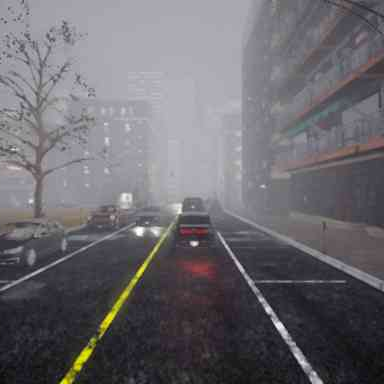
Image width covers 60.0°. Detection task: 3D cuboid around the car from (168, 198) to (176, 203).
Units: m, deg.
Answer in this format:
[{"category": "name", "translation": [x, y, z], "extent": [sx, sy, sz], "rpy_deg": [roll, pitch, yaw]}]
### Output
[{"category": "car", "translation": [-5.711, 2.406, 93.630], "extent": [1.947, 1.339, 4.313], "rpy_deg": [0, -1, 0]}]

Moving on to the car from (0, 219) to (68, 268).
[{"category": "car", "translation": [-5.698, 1.648, 11.487], "extent": [2.008, 1.369, 4.403], "rpy_deg": [0, 0, 0]}]

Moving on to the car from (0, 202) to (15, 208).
[{"category": "car", "translation": [-39.183, 2.706, 69.391], "extent": [4.206, 1.307, 1.802], "rpy_deg": [-1, 1, 0]}]

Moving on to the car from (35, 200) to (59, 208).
[{"category": "car", "translation": [-30.282, 2.435, 69.506], "extent": [4.097, 1.590, 1.967], "rpy_deg": [-1, 1, 0]}]

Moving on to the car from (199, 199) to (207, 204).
[{"category": "car", "translation": [2.672, 2.318, 82.572], "extent": [1.802, 1.307, 4.206], "rpy_deg": [0, -1, 0]}]

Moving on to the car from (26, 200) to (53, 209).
[{"category": "car", "translation": [-27.981, 2.501, 60.885], "extent": [4.403, 1.369, 2.008], "rpy_deg": [-1, 1, 0]}]

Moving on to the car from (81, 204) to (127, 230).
[{"category": "car", "translation": [-5.701, 1.631, 22.543], "extent": [1.967, 1.590, 4.097], "rpy_deg": [0, 0, 0]}]

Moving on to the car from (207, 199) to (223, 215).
[{"category": "car", "translation": [2.678, 1.882, 39.124], "extent": [1.887, 1.381, 4.507], "rpy_deg": [0, -1, 0]}]

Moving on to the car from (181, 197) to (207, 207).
[{"category": "car", "translation": [0.093, 1.503, 32.908], "extent": [2.150, 2.045, 5.566], "rpy_deg": [0, -1, 0]}]

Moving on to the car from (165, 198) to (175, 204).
[{"category": "car", "translation": [-5.709, 2.301, 82.583], "extent": [1.947, 1.339, 4.313], "rpy_deg": [0, -1, 0]}]

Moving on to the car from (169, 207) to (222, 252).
[{"category": "car", "translation": [0.090, 1.628, 14.447], "extent": [1.837, 1.490, 4.892], "rpy_deg": [0, 0, 0]}]

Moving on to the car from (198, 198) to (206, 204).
[{"category": "car", "translation": [2.671, 2.354, 88.095], "extent": [1.947, 1.339, 4.313], "rpy_deg": [0, -1, 0]}]

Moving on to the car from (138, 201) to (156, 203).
[{"category": "car", "translation": [-5.704, 1.777, 39.125], "extent": [1.967, 1.590, 4.097], "rpy_deg": [0, -1, 0]}]

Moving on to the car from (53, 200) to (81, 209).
[{"category": "car", "translation": [-22.412, 2.421, 60.927], "extent": [4.403, 1.369, 2.008], "rpy_deg": [-1, 1, 0]}]

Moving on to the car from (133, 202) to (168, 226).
[{"category": "car", "translation": [-3.106, 1.765, 25.638], "extent": [2.033, 1.411, 5.357], "rpy_deg": [0, 0, 0]}]

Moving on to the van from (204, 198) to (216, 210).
[{"category": "van", "translation": [2.675, 1.778, 50.181], "extent": [1.690, 1.788, 3.998], "rpy_deg": [0, -1, 0]}]
